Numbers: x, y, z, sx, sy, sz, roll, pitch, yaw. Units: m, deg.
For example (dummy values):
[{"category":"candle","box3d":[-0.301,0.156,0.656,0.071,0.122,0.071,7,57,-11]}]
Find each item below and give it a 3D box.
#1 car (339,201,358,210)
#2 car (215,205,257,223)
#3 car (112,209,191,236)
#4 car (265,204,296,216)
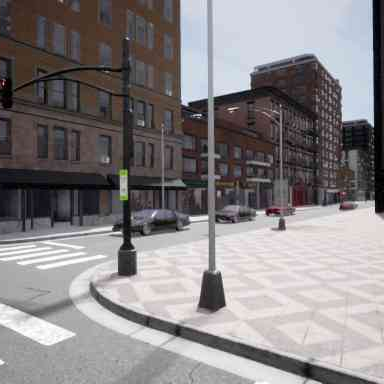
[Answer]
[{"category":"car","box3d":[23.942,2.015,50.802,1.994,1.385,4.181,-1,-1,36]},{"category":"car","box3d":[3.690,1.792,28.167,2.033,1.411,5.357,-1,-1,35]},{"category":"car","box3d":[-2.218,1.708,19.961,2.033,1.411,5.357,-1,-1,36]},{"category":"car","box3d":[9.705,1.929,36.494,1.895,1.301,4.718,-1,-1,36]}]
